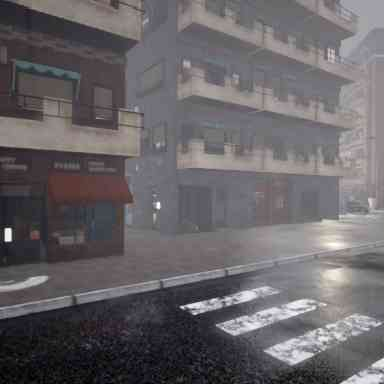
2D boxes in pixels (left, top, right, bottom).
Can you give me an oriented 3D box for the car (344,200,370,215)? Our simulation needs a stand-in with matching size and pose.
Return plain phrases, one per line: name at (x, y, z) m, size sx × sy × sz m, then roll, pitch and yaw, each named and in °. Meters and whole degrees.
car at (17.840, 1.682, 36.698) m, size 1.837 × 1.490 × 4.892 m, roll 0°, pitch 0°, yaw 5°
